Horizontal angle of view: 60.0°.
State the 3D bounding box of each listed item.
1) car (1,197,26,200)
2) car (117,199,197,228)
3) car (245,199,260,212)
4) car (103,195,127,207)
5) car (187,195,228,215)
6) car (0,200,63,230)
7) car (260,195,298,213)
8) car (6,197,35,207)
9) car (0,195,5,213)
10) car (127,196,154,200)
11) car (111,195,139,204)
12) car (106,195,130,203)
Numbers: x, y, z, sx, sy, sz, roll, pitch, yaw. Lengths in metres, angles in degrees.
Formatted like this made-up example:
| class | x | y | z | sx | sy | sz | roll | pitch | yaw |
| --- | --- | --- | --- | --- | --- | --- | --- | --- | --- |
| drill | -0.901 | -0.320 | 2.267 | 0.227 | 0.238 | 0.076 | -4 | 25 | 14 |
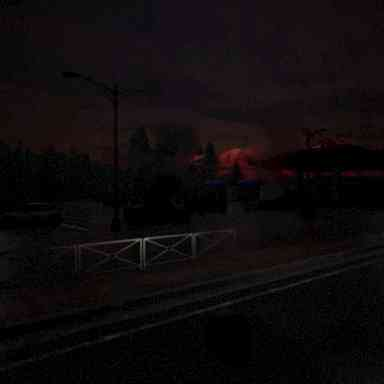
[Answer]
| class | x | y | z | sx | sy | sz | roll | pitch | yaw |
| --- | --- | --- | --- | --- | --- | --- | --- | --- | --- |
| car | -14.239 | 1.345 | 25.108 | 5.027 | 1.636 | 2.152 | 0 | 0 | -38 |
| car | -2.219 | 1.476 | 21.718 | 4.514 | 1.523 | 2.007 | 0 | 0 | -38 |
| car | 8.035 | 1.512 | 38.614 | 3.806 | 1.475 | 1.970 | 0 | 0 | -38 |
| car | -11.866 | 1.487 | 51.495 | 3.633 | 1.501 | 1.845 | 0 | 0 | -38 |
| car | 1.382 | 1.261 | 33.355 | 4.605 | 1.855 | 1.932 | 0 | 0 | -38 |
| car | -10.027 | 1.422 | 20.256 | 3.806 | 1.475 | 1.970 | 0 | 0 | -38 |
| car | 9.603 | 1.228 | 35.619 | 3.866 | 1.878 | 1.905 | 0 | 0 | -38 |
| car | -27.914 | 1.572 | 54.160 | 3.806 | 1.475 | 1.970 | 0 | 0 | -38 |
| car | -22.128 | 1.271 | 35.181 | 3.866 | 1.878 | 1.905 | 0 | 0 | -38 |
| car | -5.738 | 1.464 | 43.601 | 4.514 | 1.523 | 2.007 | 0 | 0 | -38 |
| car | -13.128 | 1.489 | 65.553 | 5.027 | 1.636 | 2.152 | 0 | 0 | -38 |
| car | -15.103 | 1.499 | 67.990 | 4.514 | 1.523 | 2.007 | 0 | 0 | -38 |
